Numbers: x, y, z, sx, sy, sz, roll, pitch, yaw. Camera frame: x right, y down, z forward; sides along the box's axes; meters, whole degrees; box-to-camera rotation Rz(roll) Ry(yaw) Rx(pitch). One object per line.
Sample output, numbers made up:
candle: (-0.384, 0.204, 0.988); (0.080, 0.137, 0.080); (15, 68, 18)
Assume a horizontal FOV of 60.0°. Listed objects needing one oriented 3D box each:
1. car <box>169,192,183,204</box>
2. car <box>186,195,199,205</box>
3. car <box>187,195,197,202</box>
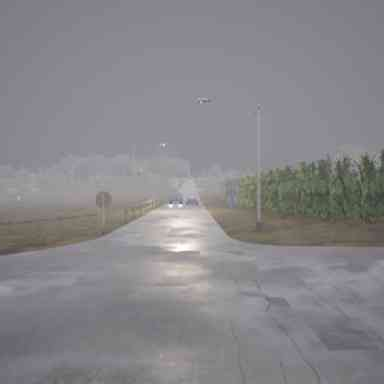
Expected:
car: (-2.749, 0.985, 58.145); (2.150, 2.045, 5.566); (0, 1, 0)
car: (0.001, 1.366, 54.009); (1.812, 1.442, 4.674); (0, 1, 0)
car: (0.001, 1.223, 64.039); (1.895, 1.301, 4.718); (0, 2, 0)
